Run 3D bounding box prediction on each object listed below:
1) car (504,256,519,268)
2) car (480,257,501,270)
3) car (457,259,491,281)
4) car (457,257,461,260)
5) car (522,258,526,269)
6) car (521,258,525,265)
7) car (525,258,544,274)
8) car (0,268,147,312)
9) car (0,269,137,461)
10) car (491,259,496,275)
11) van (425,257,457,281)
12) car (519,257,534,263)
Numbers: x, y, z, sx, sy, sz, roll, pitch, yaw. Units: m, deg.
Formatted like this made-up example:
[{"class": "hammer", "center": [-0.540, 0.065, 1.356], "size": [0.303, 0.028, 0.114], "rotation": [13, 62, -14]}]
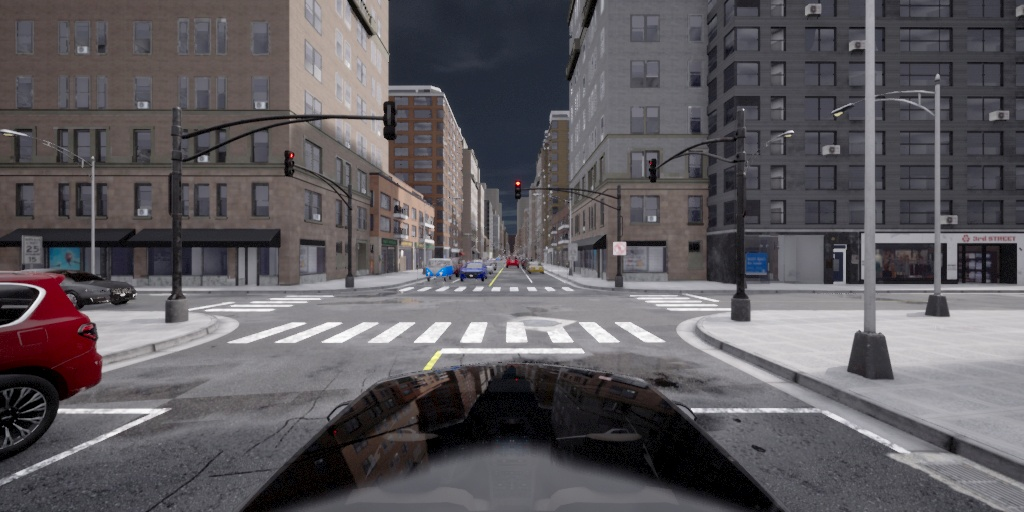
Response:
[{"class": "car", "center": [0.121, 0.962, 60.989], "size": [2.150, 2.045, 5.566], "rotation": [0, 0, 0]}, {"class": "car", "center": [-3.070, 1.235, 49.607], "size": [2.128, 1.511, 4.902], "rotation": [0, 0, 0]}, {"class": "car", "center": [-3.090, 1.225, 29.678], "size": [1.882, 1.535, 5.008], "rotation": [0, 0, 0]}, {"class": "car", "center": [-5.846, 1.061, 34.697], "size": [2.192, 1.841, 5.009], "rotation": [0, 0, 0]}, {"class": "car", "center": [2.685, 1.294, 45.908], "size": [2.007, 1.370, 4.403], "rotation": [0, 0, 0]}, {"class": "car", "center": [2.687, 1.308, 51.502], "size": [1.948, 1.339, 4.313], "rotation": [0, 0, 0]}, {"class": "car", "center": [2.682, 1.270, 40.483], "size": [1.751, 1.417, 4.829], "rotation": [0, 0, 0]}, {"class": "car", "center": [-17.571, 1.264, 13.872], "size": [4.892, 1.490, 1.837], "rotation": [0, 0, -2]}, {"class": "car", "center": [-5.858, 1.065, 2.153], "size": [2.192, 1.841, 5.009], "rotation": [0, 0, 0]}, {"class": "car", "center": [-3.085, 1.346, 39.612], "size": [1.895, 1.301, 4.718], "rotation": [0, 0, 0]}, {"class": "van", "center": [-5.848, 1.088, 29.101], "size": [1.690, 1.789, 3.998], "rotation": [0, 0, 0]}, {"class": "car", "center": [2.689, 1.056, 57.096], "size": [2.192, 1.841, 5.009], "rotation": [0, 0, 0]}]
